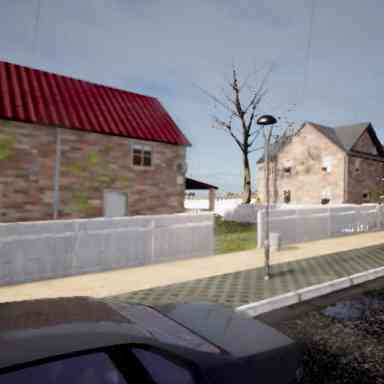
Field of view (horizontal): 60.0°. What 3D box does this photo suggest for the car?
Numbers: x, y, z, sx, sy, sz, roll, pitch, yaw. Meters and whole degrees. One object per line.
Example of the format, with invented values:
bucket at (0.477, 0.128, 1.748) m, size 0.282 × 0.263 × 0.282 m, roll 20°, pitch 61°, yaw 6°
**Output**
car at (-1.482, 1.548, 2.012) m, size 5.357 × 1.411 × 2.033 m, roll 0°, pitch 0°, yaw -36°
